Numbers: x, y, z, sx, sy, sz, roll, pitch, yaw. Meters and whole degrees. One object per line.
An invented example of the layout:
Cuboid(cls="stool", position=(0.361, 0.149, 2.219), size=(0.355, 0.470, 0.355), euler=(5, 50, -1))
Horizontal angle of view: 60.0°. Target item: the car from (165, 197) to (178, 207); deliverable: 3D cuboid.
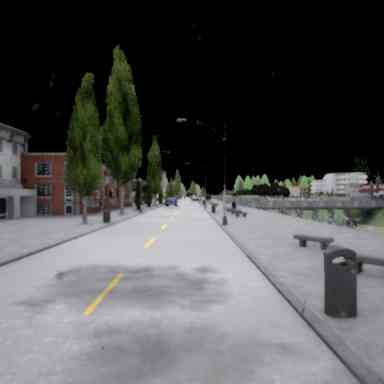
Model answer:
Cuboid(cls="car", position=(-4.026, 1.945, 65.658), size=(2.150, 2.045, 5.566), euler=(0, 0, 0))
